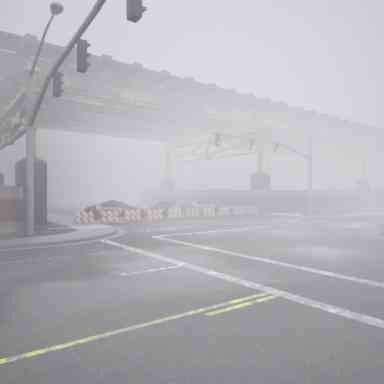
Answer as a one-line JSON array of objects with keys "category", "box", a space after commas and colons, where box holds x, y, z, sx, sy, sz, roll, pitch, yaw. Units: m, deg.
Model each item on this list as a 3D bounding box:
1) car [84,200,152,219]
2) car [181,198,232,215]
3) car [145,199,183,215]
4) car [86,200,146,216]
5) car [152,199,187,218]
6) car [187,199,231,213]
[{"category": "car", "box": [-6.209, 1.453, 27.598, 4.974, 1.542, 2.038, 0, 0, 8]}, {"category": "car", "box": [1.452, 1.453, 34.036, 4.974, 1.542, 2.038, 0, 0, -7]}, {"category": "car", "box": [-2.446, 1.295, 30.329, 1.853, 1.218, 4.536, 0, 0, 18]}, {"category": "car", "box": [-6.261, 1.295, 27.605, 4.536, 1.218, 1.853, 0, 0, 8]}, {"category": "car", "box": [-2.462, 1.453, 30.280, 2.038, 1.542, 4.974, 0, 0, 18]}, {"category": "car", "box": [1.400, 1.295, 34.029, 4.536, 1.218, 1.853, 0, 0, -7]}]
